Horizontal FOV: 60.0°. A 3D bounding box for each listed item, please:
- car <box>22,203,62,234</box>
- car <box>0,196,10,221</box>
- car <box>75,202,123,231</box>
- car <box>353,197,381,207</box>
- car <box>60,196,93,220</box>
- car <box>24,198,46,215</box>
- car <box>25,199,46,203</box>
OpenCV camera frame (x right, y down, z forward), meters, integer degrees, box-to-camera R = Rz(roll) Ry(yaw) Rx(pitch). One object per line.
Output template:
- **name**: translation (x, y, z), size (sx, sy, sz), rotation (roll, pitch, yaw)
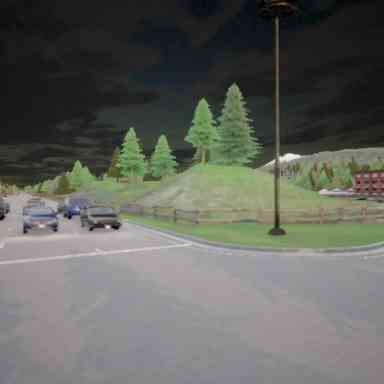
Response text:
- **car**: translation (-9.324, 1.629, 20.434), size (1.812, 1.442, 4.674), rotation (0, 0, -27)
- **car**: translation (-17.466, 1.377, 29.042), size (2.150, 2.045, 5.566), rotation (0, 0, -26)
- **car**: translation (-6.035, 1.649, 21.680), size (2.033, 1.411, 5.357), rotation (0, 0, -26)
- **car**: translation (29.332, 1.642, 55.856), size (1.882, 1.535, 5.008), rotation (0, 0, -11)
- **car**: translation (-10.527, 1.370, 30.829), size (2.150, 2.045, 5.566), rotation (0, 0, -27)
- **car**: translation (-17.711, 1.542, 37.522), size (2.097, 1.767, 4.553), rotation (0, 0, -26)
- **car**: translation (-13.441, 1.638, 28.796), size (2.128, 1.511, 4.902), rotation (0, 0, -26)
